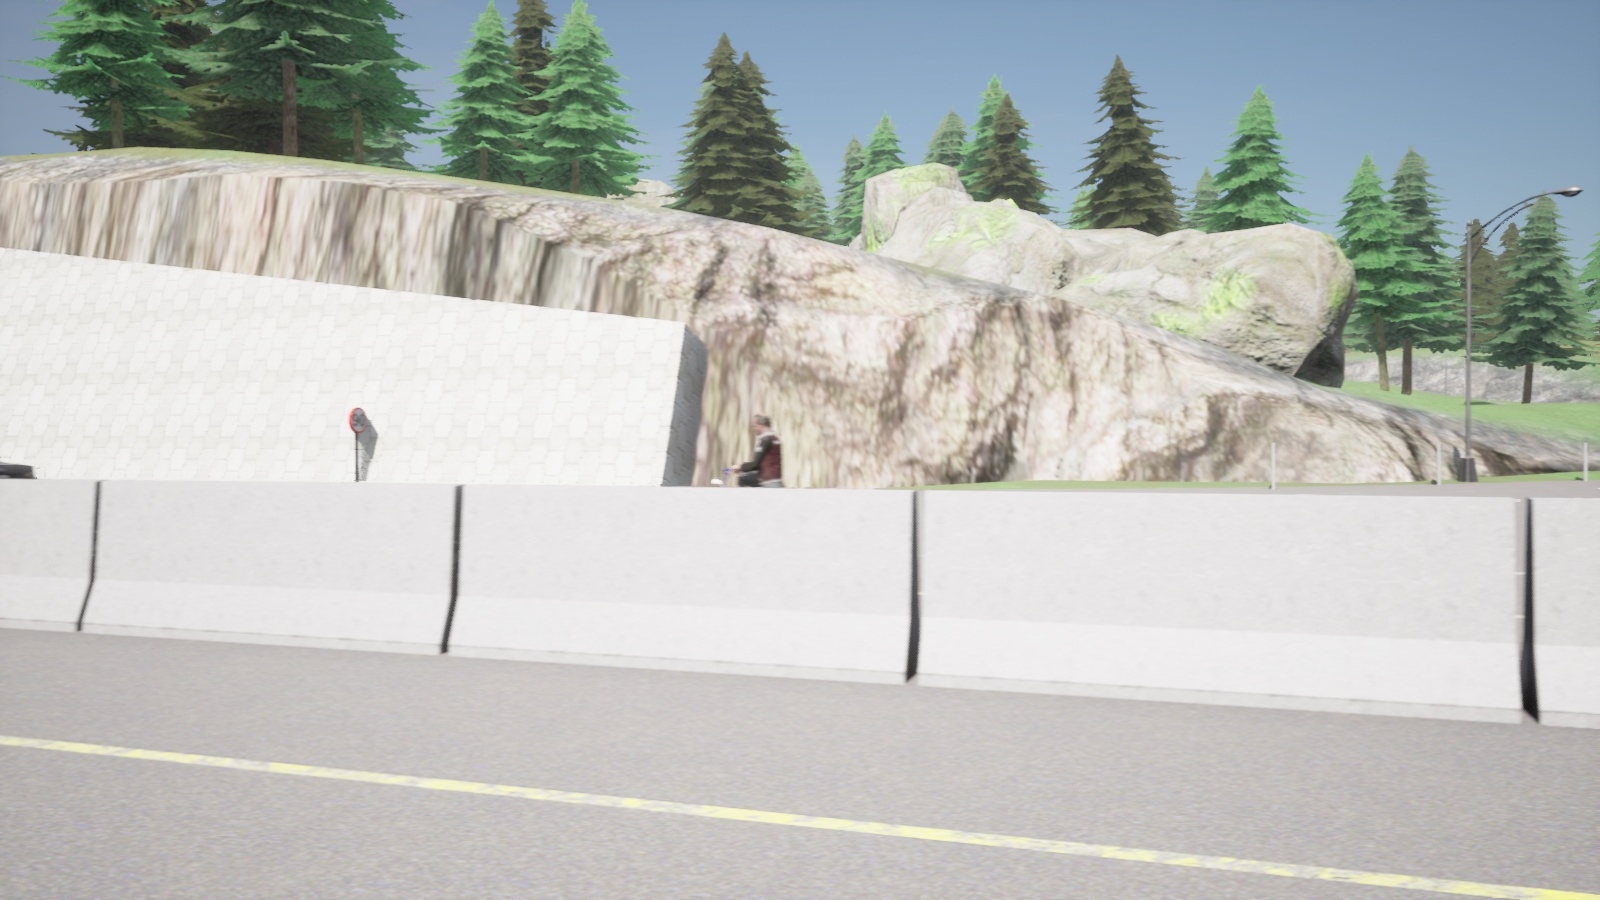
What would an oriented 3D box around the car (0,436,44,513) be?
[{"bbox_3d":[-17.236,0.429,23.762,5.357,1.411,2.033,1,1,19],"label":"car"}]
